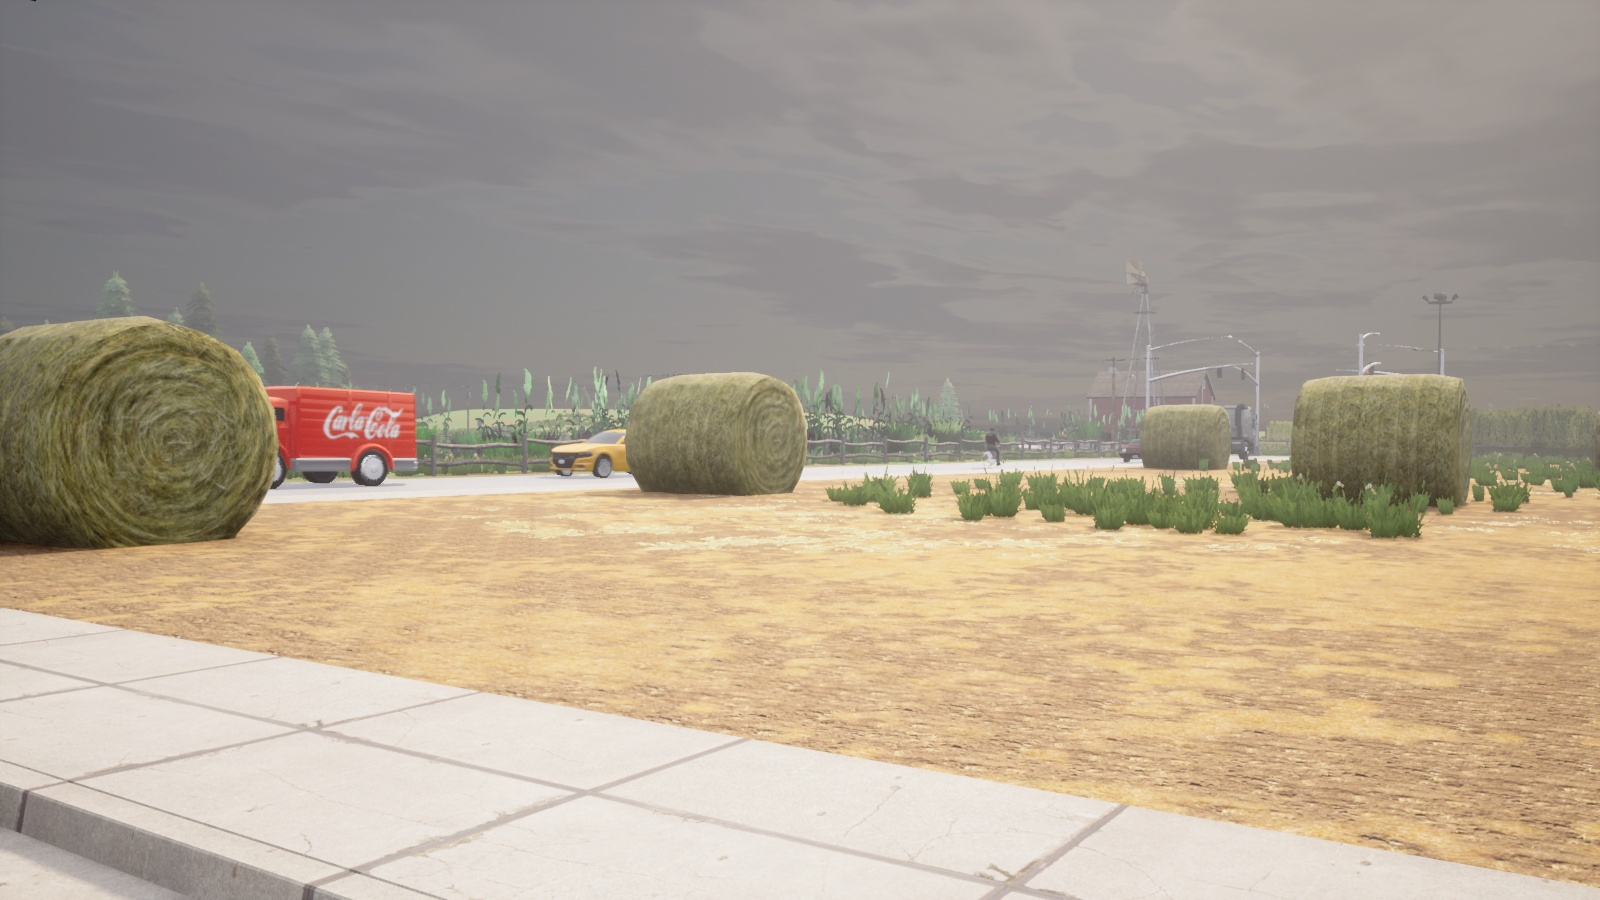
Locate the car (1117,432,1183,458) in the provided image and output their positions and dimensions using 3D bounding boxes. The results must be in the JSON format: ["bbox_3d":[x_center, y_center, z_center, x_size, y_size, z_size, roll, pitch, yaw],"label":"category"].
[{"bbox_3d":[18.892,-0.298,67.641,1.895,1.301,4.718,0,1,36],"label":"car"}]

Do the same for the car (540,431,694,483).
[{"bbox_3d":[-5.760,0.179,40.077,1.882,1.535,5.008,0,1,36],"label":"car"}]

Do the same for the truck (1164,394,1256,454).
[{"bbox_3d":[24.800,-1.543,75.659,2.891,3.462,7.936,0,1,36],"label":"truck"}]

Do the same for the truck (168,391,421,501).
[{"bbox_3d":[-12.378,-0.090,31.090,2.627,2.467,5.204,0,0,37],"label":"truck"}]
